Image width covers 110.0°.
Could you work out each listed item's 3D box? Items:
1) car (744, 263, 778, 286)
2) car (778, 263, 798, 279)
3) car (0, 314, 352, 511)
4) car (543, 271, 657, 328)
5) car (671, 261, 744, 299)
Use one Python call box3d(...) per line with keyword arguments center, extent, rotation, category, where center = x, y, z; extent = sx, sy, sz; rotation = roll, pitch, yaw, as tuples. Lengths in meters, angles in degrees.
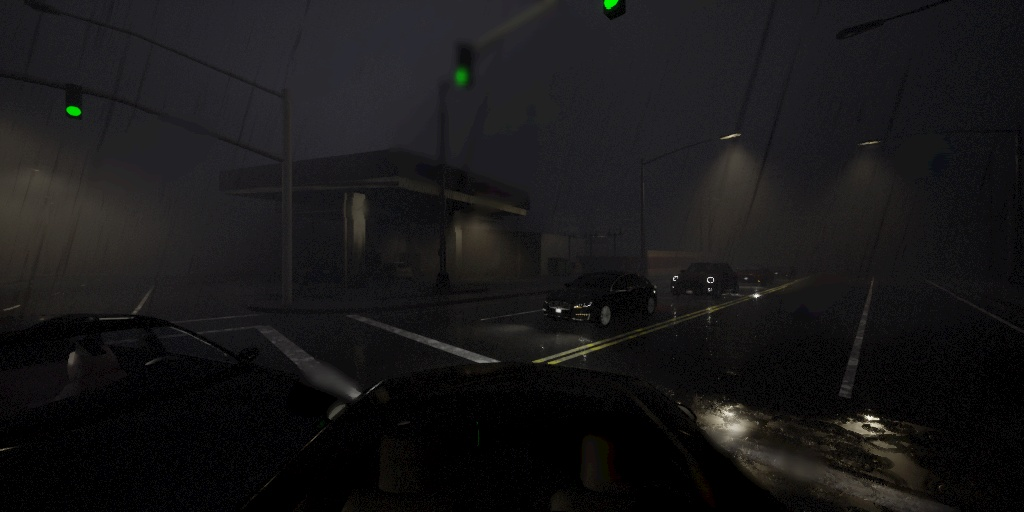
box3d(center=(16.919, 1.314, 25.190), extent=(1.994, 1.385, 4.181), rotation=(0, 0, 45), category="car")
box3d(center=(24.129, 1.314, 32.166), extent=(4.181, 1.385, 1.994), rotation=(0, 0, -44), category="car")
box3d(center=(-3.393, 1.242, 2.634), extent=(4.902, 1.511, 2.128), rotation=(0, 0, 15), category="car")
box3d(center=(3.006, 1.255, 11.584), extent=(4.892, 1.490, 1.837), rotation=(0, 0, -45), category="car")
box3d(center=(9.918, 1.102, 18.355), extent=(4.553, 1.767, 2.097), rotation=(0, 0, -44), category="car")
